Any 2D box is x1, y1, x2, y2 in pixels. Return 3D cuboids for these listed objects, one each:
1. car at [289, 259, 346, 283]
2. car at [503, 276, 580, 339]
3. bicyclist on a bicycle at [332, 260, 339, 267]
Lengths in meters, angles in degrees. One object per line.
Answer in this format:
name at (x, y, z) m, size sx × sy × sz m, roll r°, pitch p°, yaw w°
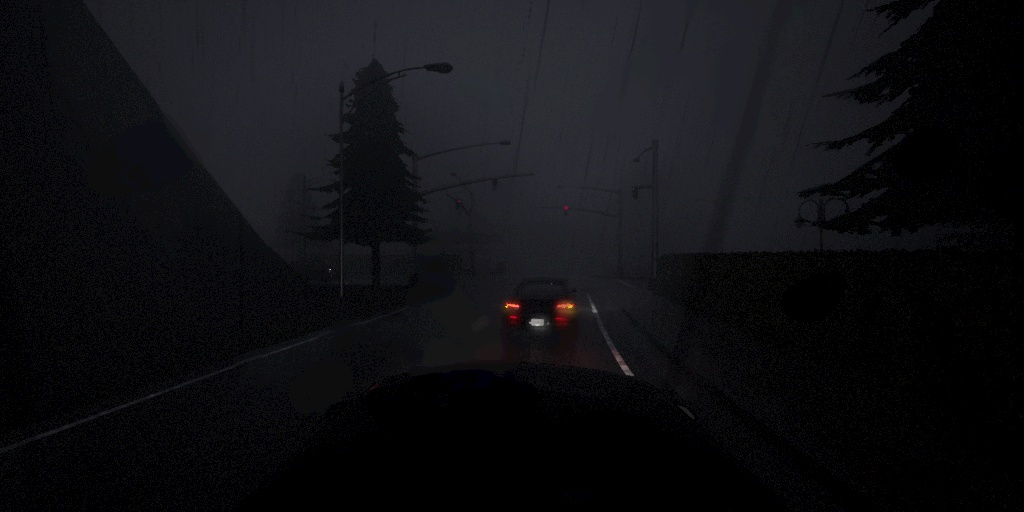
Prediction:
car at (-15.349, 1.102, 27.909) m, size 4.553 × 1.767 × 2.097 m, roll 0°, pitch 0°, yaw 9°
car at (0.918, 1.276, 10.056) m, size 1.812 × 1.442 × 4.674 m, roll 0°, pitch 0°, yaw 9°
bicyclist on a bicycle at (-17.372, 1.203, 35.331) m, size 0.582 × 1.620 × 1.656 m, roll 0°, pitch 0°, yaw 8°
